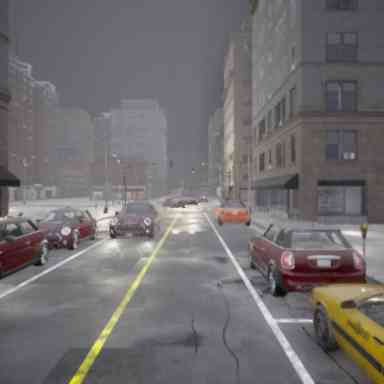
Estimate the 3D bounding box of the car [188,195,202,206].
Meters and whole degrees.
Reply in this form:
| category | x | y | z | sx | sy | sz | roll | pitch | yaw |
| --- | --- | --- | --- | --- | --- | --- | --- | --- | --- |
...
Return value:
| category | x | y | z | sx | sy | sz | roll | pitch | yaw |
| --- | --- | --- | --- | --- | --- | --- | --- | --- | --- |
| car | -0.118 | 1.629 | 55.199 | 1.895 | 1.301 | 4.718 | 0 | 0 | -9 |

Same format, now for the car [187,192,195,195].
| category | x | y | z | sx | sy | sz | roll | pitch | yaw |
| --- | --- | --- | --- | --- | --- | --- | --- | --- | --- |
| car | 0.026 | 1.090 | 86.773 | 2.150 | 2.045 | 5.566 | 0 | 0 | 0 |

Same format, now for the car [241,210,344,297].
| category | x | y | z | sx | sy | sz | roll | pitch | yaw |
| --- | --- | --- | --- | --- | --- | --- | --- | --- | --- |
| car | 2.640 | 1.444 | 8.595 | 1.967 | 1.590 | 4.097 | 0 | 0 | 0 |

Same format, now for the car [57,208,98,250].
| category | x | y | z | sx | sy | sz | roll | pitch | yaw |
| --- | --- | --- | --- | --- | --- | --- | --- | --- | --- |
| car | -5.383 | 1.447 | 14.007 | 1.967 | 1.590 | 4.097 | 0 | 0 | 0 |

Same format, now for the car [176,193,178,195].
| category | x | y | z | sx | sy | sz | roll | pitch | yaw |
| --- | --- | --- | --- | --- | --- | --- | --- | --- | --- |
| car | -5.362 | 1.364 | 85.138 | 2.192 | 1.841 | 5.009 | 0 | 0 | 0 |

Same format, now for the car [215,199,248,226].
| category | x | y | z | sx | sy | sz | roll | pitch | yaw |
| --- | --- | --- | --- | --- | --- | --- | --- | --- | --- |
| car | 2.757 | 1.362 | 23.488 | 2.097 | 1.767 | 4.553 | 0 | 0 | 0 |

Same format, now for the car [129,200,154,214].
| category | x | y | z | sx | sy | sz | roll | pitch | yaw |
| --- | --- | --- | --- | --- | --- | --- | --- | --- | --- |
| car | -5.377 | 1.569 | 35.644 | 2.008 | 1.369 | 4.403 | 0 | 0 | 0 |

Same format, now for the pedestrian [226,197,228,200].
| category | x | y | z | sx | sy | sz | roll | pitch | yaw |
| --- | --- | --- | --- | --- | --- | --- | --- | --- | --- |
| pedestrian | 2.758 | 1.306 | 26.295 | 0.375 | 1.860 | 0.375 | 0 | 0 | -8 |

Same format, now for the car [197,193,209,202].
| category | x | y | z | sx | sy | sz | roll | pitch | yaw |
| --- | --- | --- | --- | --- | --- | --- | --- | --- | --- |
| car | 2.660 | 1.481 | 73.811 | 1.967 | 1.590 | 4.097 | 0 | 0 | 0 |

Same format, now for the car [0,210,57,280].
| category | x | y | z | sx | sy | sz | roll | pitch | yaw |
| --- | --- | --- | --- | --- | --- | --- | --- | --- | --- |
| car | -5.385 | 1.444 | 8.598 | 1.967 | 1.590 | 4.097 | 0 | 0 | 0 |

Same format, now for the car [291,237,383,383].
| category | x | y | z | sx | sy | sz | roll | pitch | yaw |
| --- | --- | --- | --- | --- | --- | --- | --- | --- | --- |
| car | 2.639 | 1.527 | 3.356 | 1.752 | 1.417 | 4.829 | 0 | 0 | 0 |

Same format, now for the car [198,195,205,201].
| category | x | y | z | sx | sy | sz | roll | pitch | yaw |
| --- | --- | --- | --- | --- | --- | --- | --- | --- | --- |
| car | 2.665 | 1.578 | 90.967 | 1.752 | 1.417 | 4.829 | 0 | 0 | 0 |

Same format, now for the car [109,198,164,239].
| category | x | y | z | sx | sy | sz | roll | pitch | yaw |
| --- | --- | --- | --- | --- | --- | --- | --- | --- | --- |
| car | -2.842 | 1.360 | 17.401 | 2.097 | 1.767 | 4.553 | 0 | 0 | 0 |

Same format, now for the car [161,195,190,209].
| category | x | y | z | sx | sy | sz | roll | pitch | yaw |
| --- | --- | --- | --- | --- | --- | --- | --- | --- | --- |
| car | -2.531 | 1.544 | 45.544 | 1.812 | 1.442 | 4.674 | 0 | 0 | -27 |
